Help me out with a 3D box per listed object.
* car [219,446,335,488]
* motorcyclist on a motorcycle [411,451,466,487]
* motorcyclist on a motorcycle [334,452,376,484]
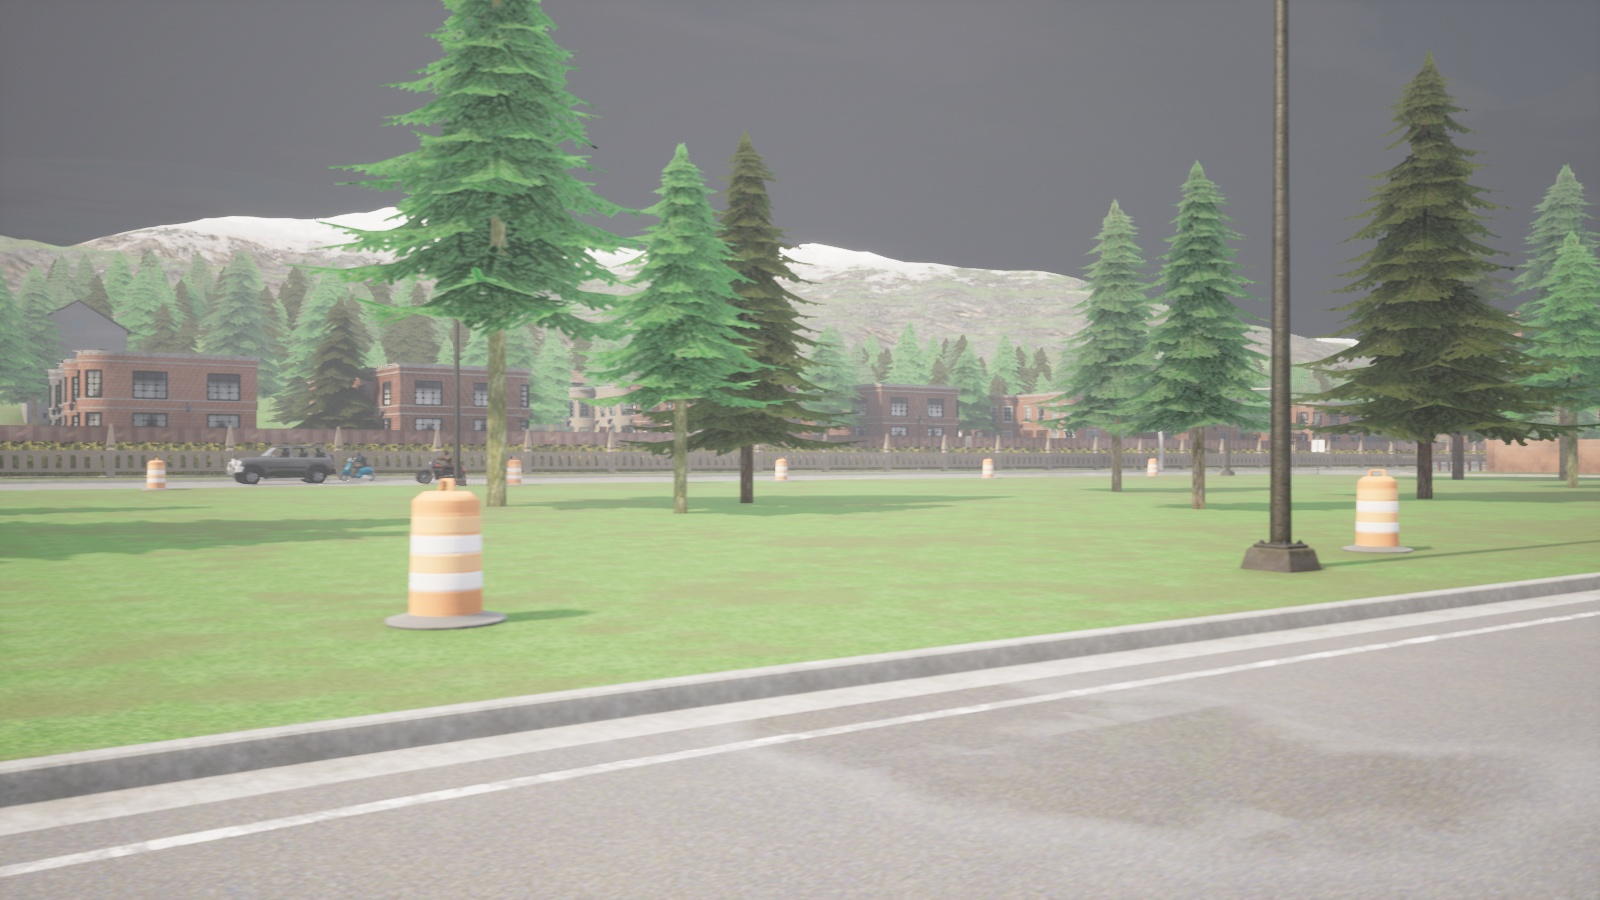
[{"bbox_3d":[-23.977,0.754,57.673,4.605,1.855,1.932,0,0,-35],"label":"car"},{"bbox_3d":[-16.821,0.874,58.414,2.350,1.649,0.766,0,0,-35],"label":"motorcyclist on a motorcycle"},{"bbox_3d":[-22.363,0.900,63.075,1.817,1.590,0.866,0,0,-35],"label":"motorcyclist on a motorcycle"}]
